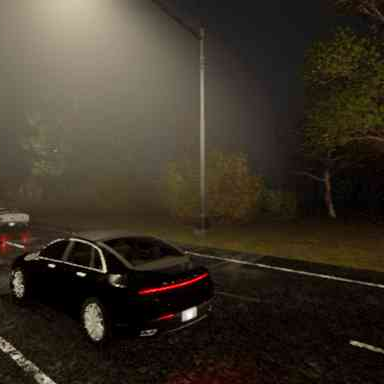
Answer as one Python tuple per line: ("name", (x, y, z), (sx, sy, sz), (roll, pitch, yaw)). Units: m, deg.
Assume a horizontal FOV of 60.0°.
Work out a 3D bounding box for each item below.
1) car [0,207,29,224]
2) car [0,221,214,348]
("car", (-12.063, 1.590, 20.879), (4.718, 1.301, 1.895), (0, 0, 43))
("car", (-1.813, 1.492, 6.396), (4.892, 1.490, 1.837), (0, 0, 43))
